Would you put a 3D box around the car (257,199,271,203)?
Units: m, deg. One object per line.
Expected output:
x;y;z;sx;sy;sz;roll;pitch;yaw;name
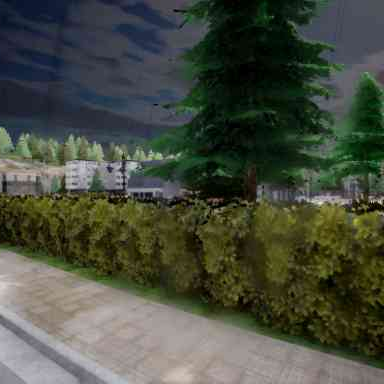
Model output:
9.641;1.352;44.229;2.097;1.767;4.553;0;0;43;car

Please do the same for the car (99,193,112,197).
-16.680;1.097;68.992;1.932;1.855;4.605;0;0;43;car

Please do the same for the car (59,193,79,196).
-28.351;1.154;79.501;2.152;1.636;5.027;0;0;43;car

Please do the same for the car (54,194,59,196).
-33.228;1.232;83.685;1.970;1.475;3.806;0;0;43;car

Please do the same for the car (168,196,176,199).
-3.296;1.374;56.098;1.845;1.501;3.633;0;0;43;car

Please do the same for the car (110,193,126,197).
-10.566;1.384;52.768;1.970;1.475;3.806;0;0;43;car
